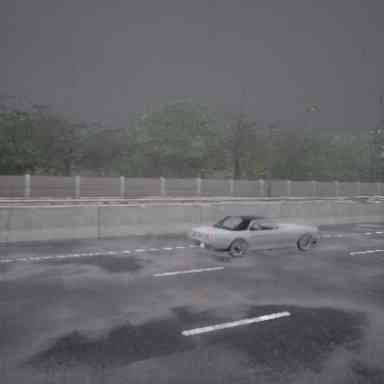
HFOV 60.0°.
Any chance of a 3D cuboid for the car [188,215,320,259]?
[{"bbox_3d":[2.351,1.506,12.121,4.718,1.301,1.895,0,1,-25],"label":"car"}]
